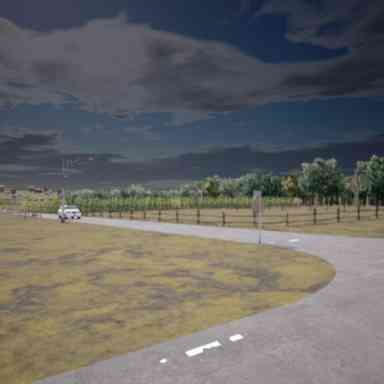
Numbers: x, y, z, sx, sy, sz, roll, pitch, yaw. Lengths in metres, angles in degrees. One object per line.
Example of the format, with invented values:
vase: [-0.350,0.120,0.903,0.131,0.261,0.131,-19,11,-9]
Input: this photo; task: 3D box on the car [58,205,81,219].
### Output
car: [-18.495,3.031,50.085,2.150,2.045,5.566,1,-3,-35]
